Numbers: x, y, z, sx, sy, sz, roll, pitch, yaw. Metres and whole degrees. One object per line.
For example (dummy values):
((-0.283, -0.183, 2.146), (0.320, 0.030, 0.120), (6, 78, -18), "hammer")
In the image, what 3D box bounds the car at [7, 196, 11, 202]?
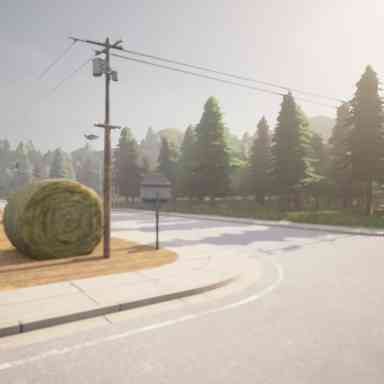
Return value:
((-41.422, 1.573, 77.147), (1.812, 1.442, 4.674), (0, 0, -38), "car")
